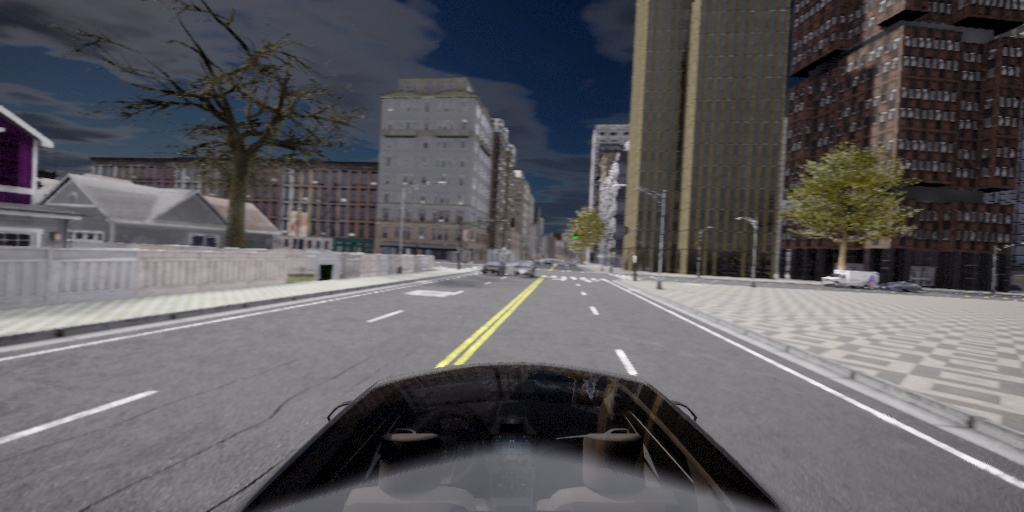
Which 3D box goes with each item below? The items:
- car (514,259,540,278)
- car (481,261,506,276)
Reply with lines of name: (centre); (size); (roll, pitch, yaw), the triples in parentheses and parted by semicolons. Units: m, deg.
car: (1.362, 1.332, 35.806); (2.128, 1.511, 4.902); (3, 0, 8)
car: (-1.765, 1.221, 36.853); (2.033, 1.411, 5.357); (3, 0, 8)
